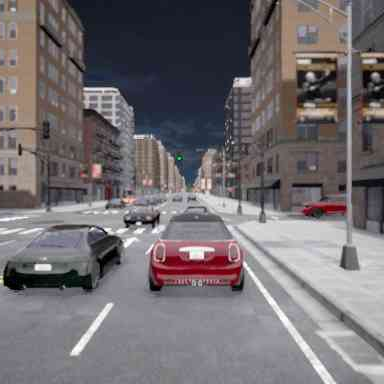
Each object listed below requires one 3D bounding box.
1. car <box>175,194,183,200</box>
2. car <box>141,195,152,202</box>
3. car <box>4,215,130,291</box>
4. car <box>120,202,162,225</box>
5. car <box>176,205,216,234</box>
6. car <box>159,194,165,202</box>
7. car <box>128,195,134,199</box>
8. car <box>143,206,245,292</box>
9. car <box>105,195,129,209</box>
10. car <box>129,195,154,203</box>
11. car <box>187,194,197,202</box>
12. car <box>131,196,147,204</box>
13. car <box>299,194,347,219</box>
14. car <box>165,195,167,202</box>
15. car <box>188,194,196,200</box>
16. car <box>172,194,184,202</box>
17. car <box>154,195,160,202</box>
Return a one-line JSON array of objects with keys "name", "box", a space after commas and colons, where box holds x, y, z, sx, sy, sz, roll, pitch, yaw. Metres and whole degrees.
[{"name": "car", "box": [-3.234, 1.281, 82.732, 1.812, 1.442, 4.674, 0, 0, 0]}, {"name": "car", "box": [-9.736, 1.415, 71.513, 1.812, 1.442, 4.674, 0, 0, 0]}, {"name": "car", "box": [-3.147, 1.553, 9.006, 1.994, 1.385, 4.181, 0, 0, 0]}, {"name": "car", "box": [-3.144, 1.573, 21.950, 1.895, 1.301, 4.718, 0, 0, 0]}, {"name": "car", "box": [0.345, 1.540, 19.908, 1.994, 1.385, 4.181, 0, 0, 6]}, {"name": "car", "box": [-6.518, 1.424, 60.977, 1.837, 1.490, 4.892, 0, 0, 1]}, {"name": "car", "box": [-9.825, 1.285, 51.761, 2.097, 1.767, 4.553, 0, 0, 0]}, {"name": "car", "box": [0.103, 1.341, 9.075, 2.097, 1.767, 4.553, 0, 0, 0]}, {"name": "car", "box": [-9.841, 1.510, 43.161, 1.994, 1.385, 4.181, 0, 0, 0]}, {"name": "car", "box": [-6.587, 1.509, 43.781, 1.994, 1.385, 4.181, 0, 0, 0]}, {"name": "car", "box": [0.015, 1.255, 72.698, 2.097, 1.767, 4.553, 0, 0, 0]}, {"name": "car", "box": [-9.760, 1.466, 61.259, 2.033, 1.411, 5.357, 0, 0, 1]}, {"name": "car", "box": [12.271, 1.226, 28.950, 5.566, 2.045, 2.150, 0, 0, 0]}, {"name": "car", "box": [-6.486, 1.253, 71.125, 2.097, 1.767, 4.553, 0, 0, 0]}, {"name": "car", "box": [0.016, 1.280, 82.731, 1.812, 1.442, 4.674, 0, 0, 0]}, {"name": "car", "box": [-3.235, 1.452, 72.729, 1.994, 1.385, 4.181, 0, 0, 0]}, {"name": "car", "box": [-6.571, 1.497, 52.179, 1.994, 1.385, 4.181, 0, 0, 0]}]
